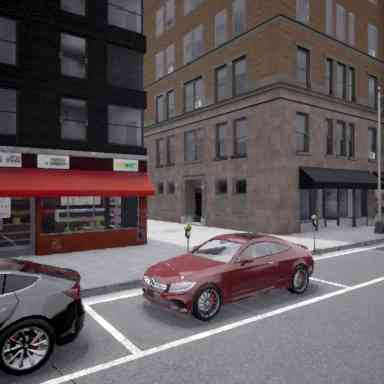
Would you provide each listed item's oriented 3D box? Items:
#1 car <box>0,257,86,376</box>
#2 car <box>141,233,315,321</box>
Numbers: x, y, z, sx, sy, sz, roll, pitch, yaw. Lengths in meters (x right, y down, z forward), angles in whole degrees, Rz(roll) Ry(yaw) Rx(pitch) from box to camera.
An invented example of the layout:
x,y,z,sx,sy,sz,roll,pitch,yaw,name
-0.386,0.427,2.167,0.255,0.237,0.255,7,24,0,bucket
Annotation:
x,y,z,sx,sy,sz,roll,pitch,yaw,name
-3.523,1.566,4.022,4.313,1.339,1.947,0,0,-36,car
0.954,1.582,7.218,4.206,1.307,1.802,0,0,-36,car
